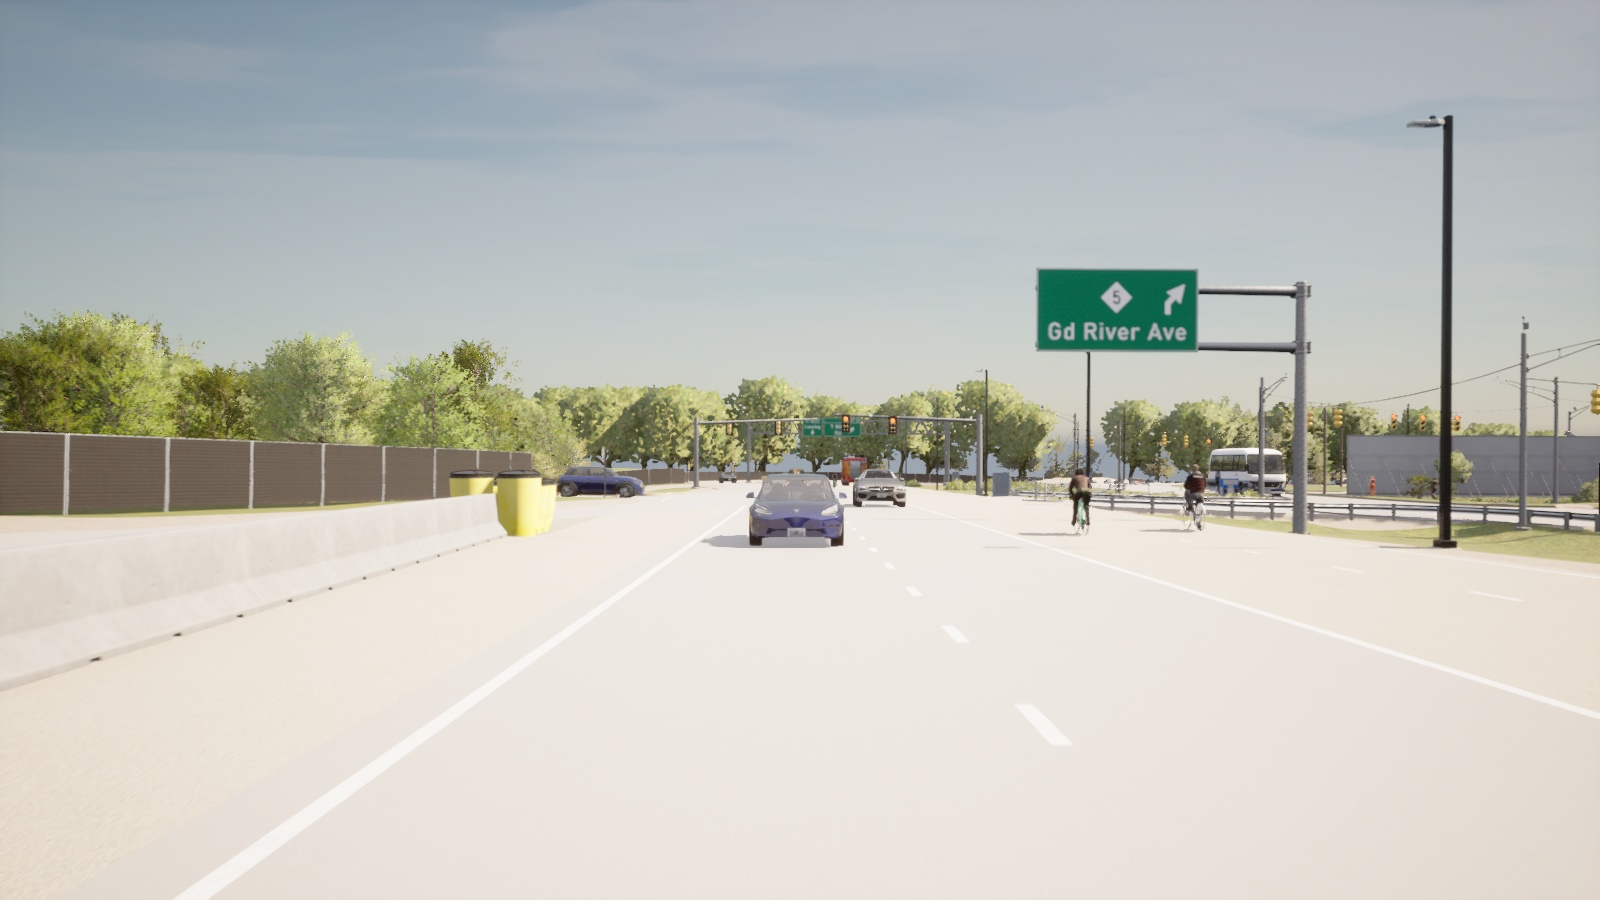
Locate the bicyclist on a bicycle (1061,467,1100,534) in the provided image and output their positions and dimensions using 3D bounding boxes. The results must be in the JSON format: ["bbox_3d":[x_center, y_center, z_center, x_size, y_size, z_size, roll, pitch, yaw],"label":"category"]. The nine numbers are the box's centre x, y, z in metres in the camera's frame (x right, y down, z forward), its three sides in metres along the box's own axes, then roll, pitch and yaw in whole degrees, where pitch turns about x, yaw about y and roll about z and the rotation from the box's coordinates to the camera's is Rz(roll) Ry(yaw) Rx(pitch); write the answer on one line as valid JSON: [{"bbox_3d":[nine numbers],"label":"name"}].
[{"bbox_3d":[6.927,1.239,31.090,0.582,1.620,1.656,0,-1,0],"label":"bicyclist on a bicycle"}]

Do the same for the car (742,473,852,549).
[{"bbox_3d":[-0.064,1.255,27.279,2.163,1.488,4.792,0,-1,0],"label":"car"}]

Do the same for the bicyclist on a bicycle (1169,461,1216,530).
[{"bbox_3d":[10.421,1.179,33.379,0.659,1.776,1.843,0,-1,0],"label":"bicyclist on a bicycle"}]

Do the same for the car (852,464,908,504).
[{"bbox_3d":[3.418,1.456,54.669,2.152,1.651,5.027,0,-1,0],"label":"car"}]

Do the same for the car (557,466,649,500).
[{"bbox_3d":[-10.337,1.732,66.174,4.553,1.767,2.097,0,0,-1],"label":"car"}]
